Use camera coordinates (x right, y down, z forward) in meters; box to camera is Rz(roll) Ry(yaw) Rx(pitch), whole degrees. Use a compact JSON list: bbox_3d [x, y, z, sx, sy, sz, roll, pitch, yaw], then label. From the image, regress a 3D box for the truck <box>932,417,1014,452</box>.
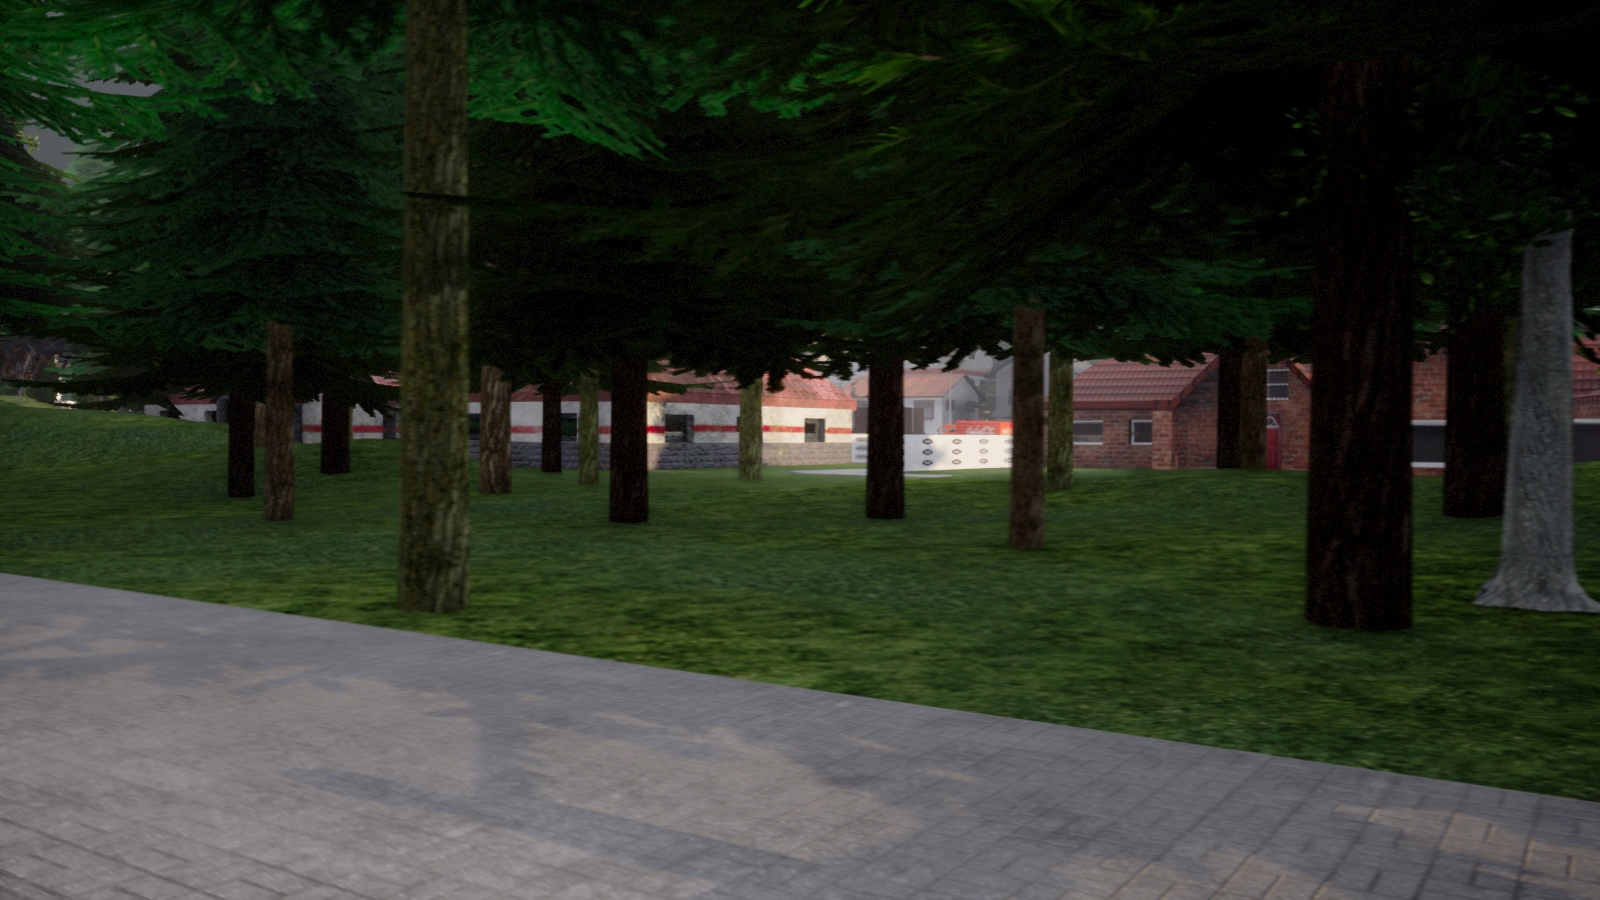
[{"bbox_3d":[12.362,-1.093,89.840,5.204,2.467,2.627,0,1,34],"label":"truck"}]
